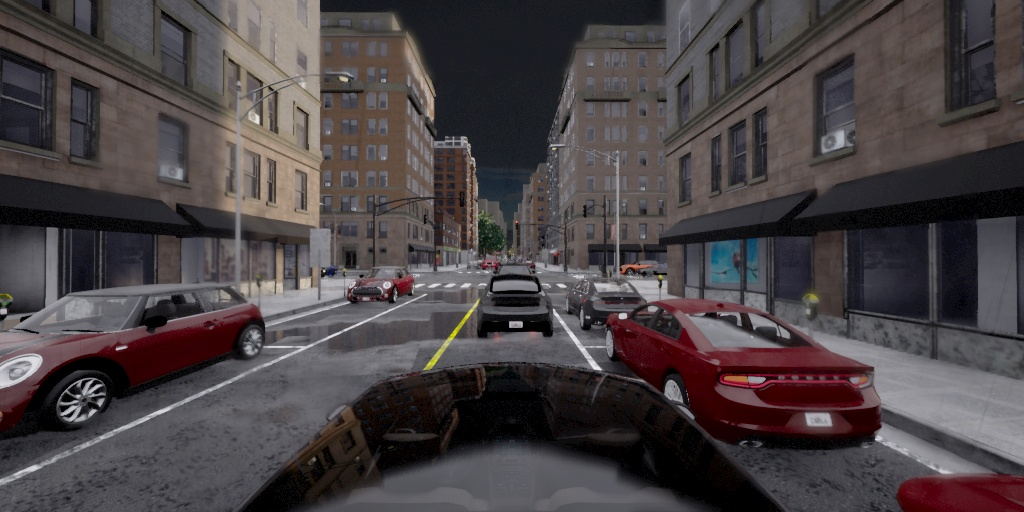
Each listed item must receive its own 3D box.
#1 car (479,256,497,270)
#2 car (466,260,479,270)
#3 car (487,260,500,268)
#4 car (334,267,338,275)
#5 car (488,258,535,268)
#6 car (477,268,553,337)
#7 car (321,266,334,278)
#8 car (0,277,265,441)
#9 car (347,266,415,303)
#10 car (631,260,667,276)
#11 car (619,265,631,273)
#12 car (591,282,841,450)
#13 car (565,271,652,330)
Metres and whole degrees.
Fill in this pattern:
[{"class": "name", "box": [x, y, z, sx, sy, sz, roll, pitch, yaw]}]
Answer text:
[{"class": "car", "box": [-3.130, 1.013, 52.607, 2.150, 2.045, 5.566, 0, 0, 0]}, {"class": "car", "box": [-5.906, 1.345, 54.709, 2.007, 1.370, 4.403, 0, 0, 0]}, {"class": "car", "box": [-3.186, 1.360, 62.936, 2.033, 1.411, 5.357, 0, 0, 0]}, {"class": "car", "box": [-18.409, 1.150, 32.372, 5.008, 1.535, 1.882, 0, 0, 0]}, {"class": "car", "box": [0.121, 1.108, 17.686, 2.097, 1.767, 4.553, 0, 0, 0]}, {"class": "car", "box": [0.057, 1.258, 10.271, 1.837, 1.490, 4.892, 0, 0, -1]}, {"class": "car", "box": [-18.019, 0.869, 29.117, 5.566, 2.045, 2.150, 0, 0, 0]}, {"class": "car", "box": [-5.852, 1.190, 5.361, 1.967, 1.591, 4.097, 0, 0, 0]}, {"class": "car", "box": [-5.834, 1.195, 16.348, 1.967, 1.591, 4.097, 0, 0, 0]}, {"class": "car", "box": [15.191, 1.395, 35.961, 5.357, 1.411, 2.033, 0, 0, 0]}, {"class": "car", "box": [14.026, 1.221, 39.223, 4.553, 1.767, 2.097, 0, 0, 0]}, {"class": "car", "box": [2.675, 1.296, 5.355, 1.888, 1.381, 4.507, 0, 0, 0]}, {"class": "car", "box": [2.683, 1.303, 10.846, 2.007, 1.370, 4.403, 0, 0, 0]}]
